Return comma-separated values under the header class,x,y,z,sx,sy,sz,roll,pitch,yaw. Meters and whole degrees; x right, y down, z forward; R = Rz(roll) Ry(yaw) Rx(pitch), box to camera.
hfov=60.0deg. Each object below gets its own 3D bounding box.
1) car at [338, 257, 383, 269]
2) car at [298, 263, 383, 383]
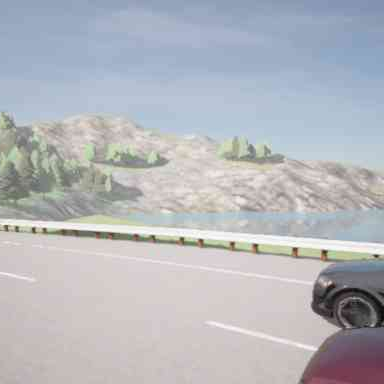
class,x,y,z,sx,sy,sz,roll,pitch,yaw
car,4.130,1.549,5.240,4.181,1.385,1.994,-1,0,35
car,2.732,1.548,1.937,4.181,1.385,1.994,-1,0,36
